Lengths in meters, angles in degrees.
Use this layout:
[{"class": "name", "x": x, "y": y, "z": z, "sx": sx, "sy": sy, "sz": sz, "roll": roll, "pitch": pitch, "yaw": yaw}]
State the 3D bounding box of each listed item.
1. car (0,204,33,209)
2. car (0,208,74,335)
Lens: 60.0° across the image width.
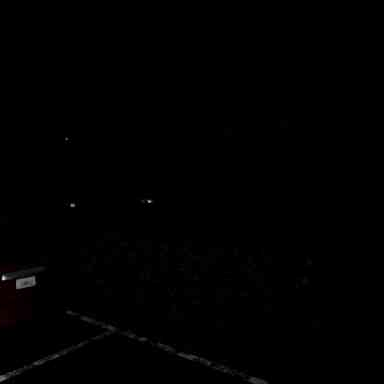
[{"class": "car", "x": -17.489, "y": 1.763, "z": 30.868, "sx": 1.895, "sy": 1.301, "sz": 4.718, "roll": -1, "pitch": -1, "yaw": 37}, {"class": "car", "x": -4.187, "y": 1.316, "z": 5.942, "sx": 5.009, "sy": 1.841, "sz": 2.192, "roll": 0, "pitch": -1, "yaw": 36}]
